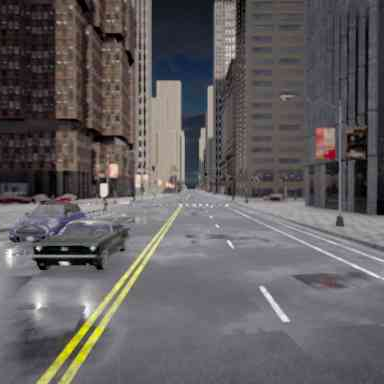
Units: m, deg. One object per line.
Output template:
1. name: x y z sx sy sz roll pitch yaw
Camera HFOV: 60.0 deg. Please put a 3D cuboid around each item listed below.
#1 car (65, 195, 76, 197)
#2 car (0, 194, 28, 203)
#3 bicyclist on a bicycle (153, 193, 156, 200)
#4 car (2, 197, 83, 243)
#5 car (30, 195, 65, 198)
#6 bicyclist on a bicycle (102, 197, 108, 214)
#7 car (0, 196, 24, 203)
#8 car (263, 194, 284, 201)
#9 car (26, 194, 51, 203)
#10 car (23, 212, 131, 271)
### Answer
1. car: -24.719 1.217 65.380 4.097 1.590 1.967 0 1 0
2. car: -30.145 1.267 56.852 5.009 1.841 2.192 0 1 0
3. bicyclist on a bicycle: -8.734 1.110 77.290 0.659 1.776 1.843 0 -2 0
4. car: -6.597 1.307 15.794 2.097 1.767 4.553 0 0 0
5. car: -24.718 1.498 56.859 4.313 1.339 1.947 0 1 0
6. bicyclist on a bicycle: -8.744 1.358 33.342 0.582 1.620 1.656 0 -2 0
7. car: -35.569 1.397 65.379 4.206 1.307 1.802 0 1 0
8. car: 16.693 1.098 68.500 4.097 1.590 1.967 0 1 0
9. car: -30.144 1.236 65.378 4.097 1.590 1.967 0 1 0
10. car: -3.348 1.571 10.963 1.895 1.301 4.718 0 0 0
